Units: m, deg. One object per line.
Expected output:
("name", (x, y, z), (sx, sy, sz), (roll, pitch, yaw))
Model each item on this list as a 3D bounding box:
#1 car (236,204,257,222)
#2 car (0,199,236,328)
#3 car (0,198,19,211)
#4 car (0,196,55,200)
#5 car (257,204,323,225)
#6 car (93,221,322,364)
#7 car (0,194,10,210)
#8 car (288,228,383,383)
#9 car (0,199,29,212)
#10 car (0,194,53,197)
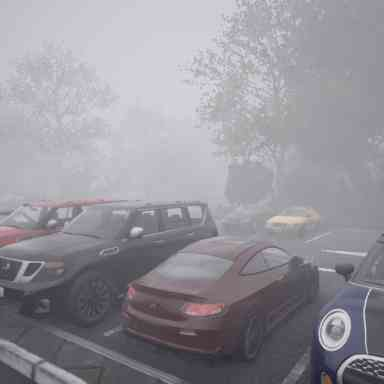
("car", (3.583, 1.486, 20.071), (2.231, 1.521, 4.892), (0, 0, 36))
("car", (-1.459, 1.232, 7.556), (2.435, 2.045, 5.566), (0, 0, 36))
("car", (-23.642, 1.500, 39.512), (2.097, 1.535, 5.008), (0, 0, 36))
("car", (-3.739, 1.232, 9.186), (2.435, 2.045, 5.566), (0, 0, 36))
("car", (5.731, 1.481, 18.301), (1.946, 1.575, 5.366), (0, 0, 36))
("car", (0.837, 1.522, 5.947), (2.002, 1.452, 4.674), (0, 0, 36))
("car", (-25.923, 1.254, 41.114), (2.435, 2.045, 5.566), (0, 0, 36))
("car", (3.138, 1.356, 4.345), (2.185, 1.767, 4.553), (0, 0, 36))
("car", (-21.476, 1.535, 37.967), (2.002, 1.452, 4.674), (0, 0, 36))
("car", (-16.959, 1.241, 34.708), (2.435, 2.045, 5.566), (0, 0, 36))
